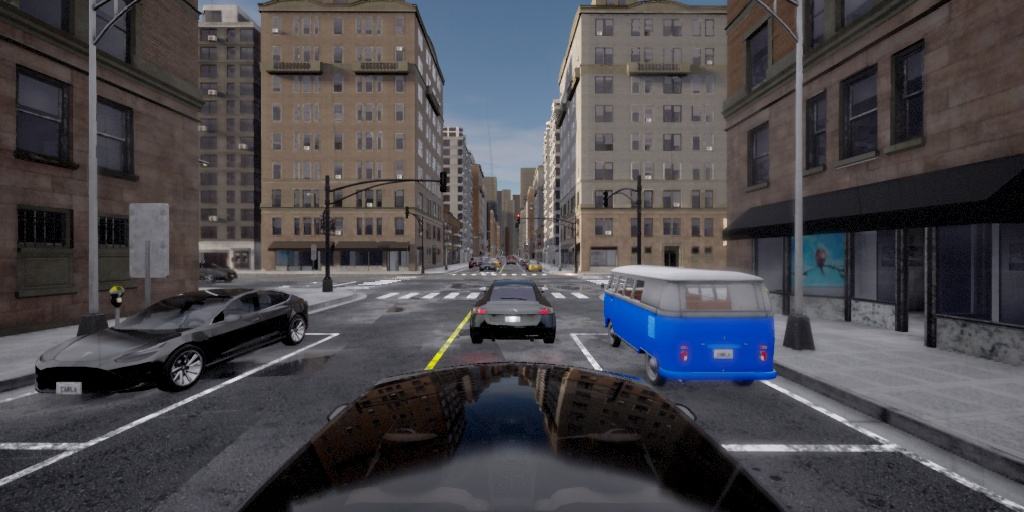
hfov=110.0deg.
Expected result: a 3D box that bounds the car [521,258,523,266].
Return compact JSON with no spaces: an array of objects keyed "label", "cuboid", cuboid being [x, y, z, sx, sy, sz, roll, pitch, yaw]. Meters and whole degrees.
[{"label":"car","cuboid":[2.838,1.286,56.954,2.007,1.370,4.403,0,0,0]}]

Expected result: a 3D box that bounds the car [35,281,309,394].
[{"label":"car","cuboid":[-5.642,1.315,6.756,1.948,1.339,4.313,0,0,0]}]

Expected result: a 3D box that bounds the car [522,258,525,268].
[{"label":"car","cuboid":[2.880,1.178,51.428,1.967,1.591,4.097,0,0,0]}]

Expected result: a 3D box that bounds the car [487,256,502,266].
[{"label":"car","cuboid":[-3.123,1.211,59.823,1.882,1.535,5.008,0,0,0]}]

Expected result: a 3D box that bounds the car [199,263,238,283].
[{"label":"car","cuboid":[-22.999,1.214,26.368,4.892,1.490,1.837,0,0,0]}]

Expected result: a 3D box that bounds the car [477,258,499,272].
[{"label":"car","cuboid":[-3.036,1.304,45.865,1.994,1.385,4.181,0,0,-1]}]

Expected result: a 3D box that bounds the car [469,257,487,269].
[{"label":"car","cuboid":[-5.687,1.050,56.891,2.192,1.841,5.009,0,0,0]}]

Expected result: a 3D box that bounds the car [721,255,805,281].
[{"label":"car","cuboid":[20.925,0.960,30.058,5.566,2.045,2.150,0,0,0]}]

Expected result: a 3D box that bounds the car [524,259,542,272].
[{"label":"car","cuboid":[2.920,1.266,46.072,1.751,1.417,4.829,0,0,0]}]

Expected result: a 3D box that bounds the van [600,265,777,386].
[{"label":"van","cuboid":[2.883,1.090,6.712,1.690,1.789,3.998,0,0,0]}]

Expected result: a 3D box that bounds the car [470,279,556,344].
[{"label":"car","cuboid":[0.044,1.314,9.636,1.994,1.385,4.181,0,0,1]}]
